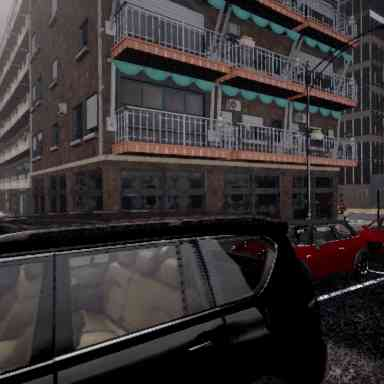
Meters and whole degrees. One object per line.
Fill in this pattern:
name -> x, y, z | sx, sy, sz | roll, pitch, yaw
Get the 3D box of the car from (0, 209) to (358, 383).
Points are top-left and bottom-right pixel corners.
car -> -1.340, 1.221, 2.421 | 5.566, 2.045, 2.150 | 0, 0, -35

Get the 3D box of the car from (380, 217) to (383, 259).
car -> 7.198, 1.543, 11.687 | 4.507, 1.381, 1.887 | 0, -1, -35

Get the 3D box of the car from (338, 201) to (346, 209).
car -> 16.482, 1.745, 40.570 | 1.967, 1.590, 4.097 | -2, 0, -36

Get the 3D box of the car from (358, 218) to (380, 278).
car -> 2.697, 1.439, 8.485 | 4.097, 1.590, 1.967 | 0, -1, -35
